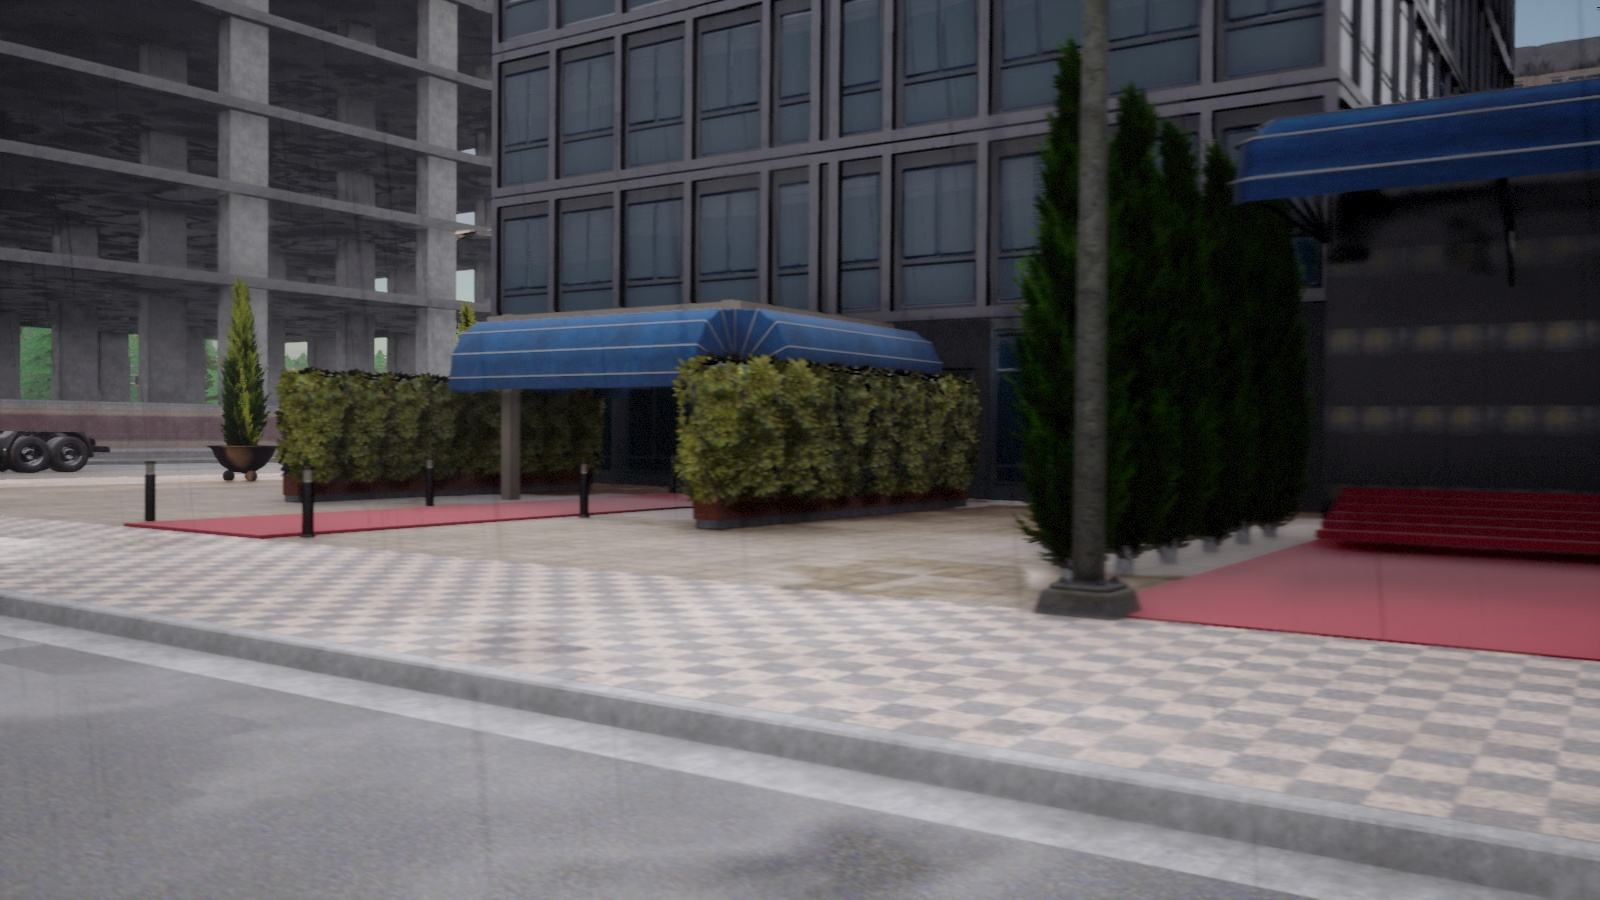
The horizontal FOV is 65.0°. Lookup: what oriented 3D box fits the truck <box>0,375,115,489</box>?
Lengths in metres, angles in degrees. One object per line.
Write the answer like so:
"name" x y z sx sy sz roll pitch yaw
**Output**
"truck" -25.767 -0.545 38.457 2.891 3.462 7.936 0 1 34
